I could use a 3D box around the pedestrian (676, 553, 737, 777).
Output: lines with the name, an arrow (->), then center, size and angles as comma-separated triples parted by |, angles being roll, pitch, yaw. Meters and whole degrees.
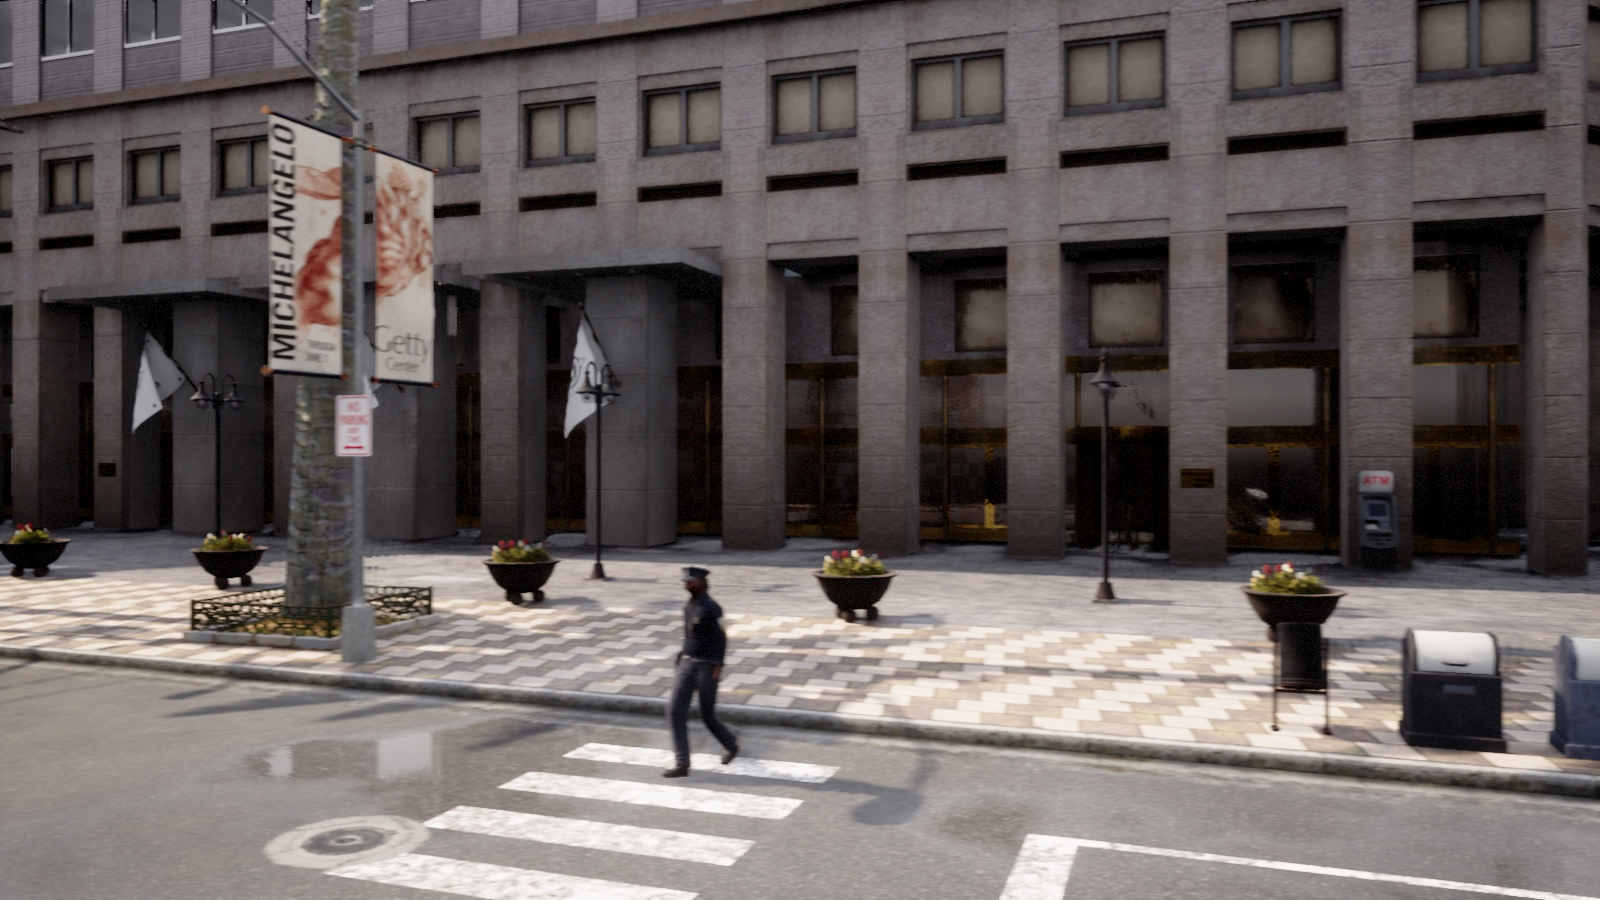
pedestrian -> -0.815, 1.849, 9.968 | 0.375, 1.860, 0.375 | 0, 0, 42
